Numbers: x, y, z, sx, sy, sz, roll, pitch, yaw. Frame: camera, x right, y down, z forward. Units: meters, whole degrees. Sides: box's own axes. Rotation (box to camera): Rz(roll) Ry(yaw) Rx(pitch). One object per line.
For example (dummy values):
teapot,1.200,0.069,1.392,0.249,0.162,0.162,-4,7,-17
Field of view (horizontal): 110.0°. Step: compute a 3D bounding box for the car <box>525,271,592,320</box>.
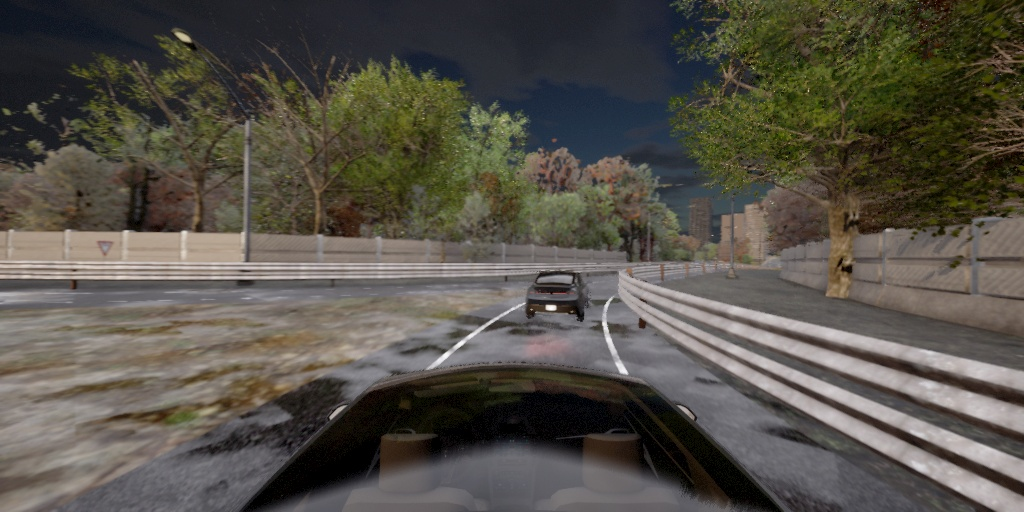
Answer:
car,1.747,1.269,12.815,1.837,1.490,4.892,0,0,14
